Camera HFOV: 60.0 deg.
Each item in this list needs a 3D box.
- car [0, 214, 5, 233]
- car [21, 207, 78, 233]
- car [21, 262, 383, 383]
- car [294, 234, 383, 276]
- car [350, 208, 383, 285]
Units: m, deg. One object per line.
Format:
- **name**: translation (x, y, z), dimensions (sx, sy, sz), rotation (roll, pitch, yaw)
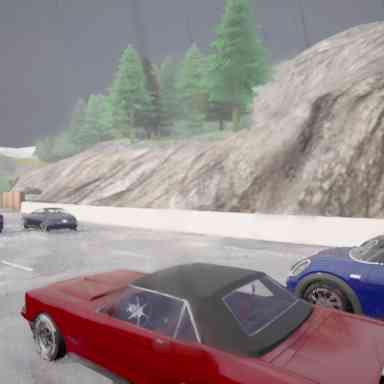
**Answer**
- **car**: translation (-12.375, 1.546, 18.958), dimensions (5.008, 1.535, 1.882), rotation (0, 0, 43)
- **car**: translation (-8.788, 1.635, 20.410), dimensions (4.181, 1.385, 1.994), rotation (0, 0, 42)
- **car**: translation (-0.189, 1.616, 4.225), dimensions (4.718, 1.301, 1.895), rotation (0, 0, 37)
- **car**: translation (3.940, 1.370, 5.568), dimensions (4.553, 1.767, 2.097), rotation (0, 0, 35)
- **car**: translation (6.506, 1.377, 8.033), dimensions (4.553, 1.767, 2.097), rotation (0, 0, 35)
